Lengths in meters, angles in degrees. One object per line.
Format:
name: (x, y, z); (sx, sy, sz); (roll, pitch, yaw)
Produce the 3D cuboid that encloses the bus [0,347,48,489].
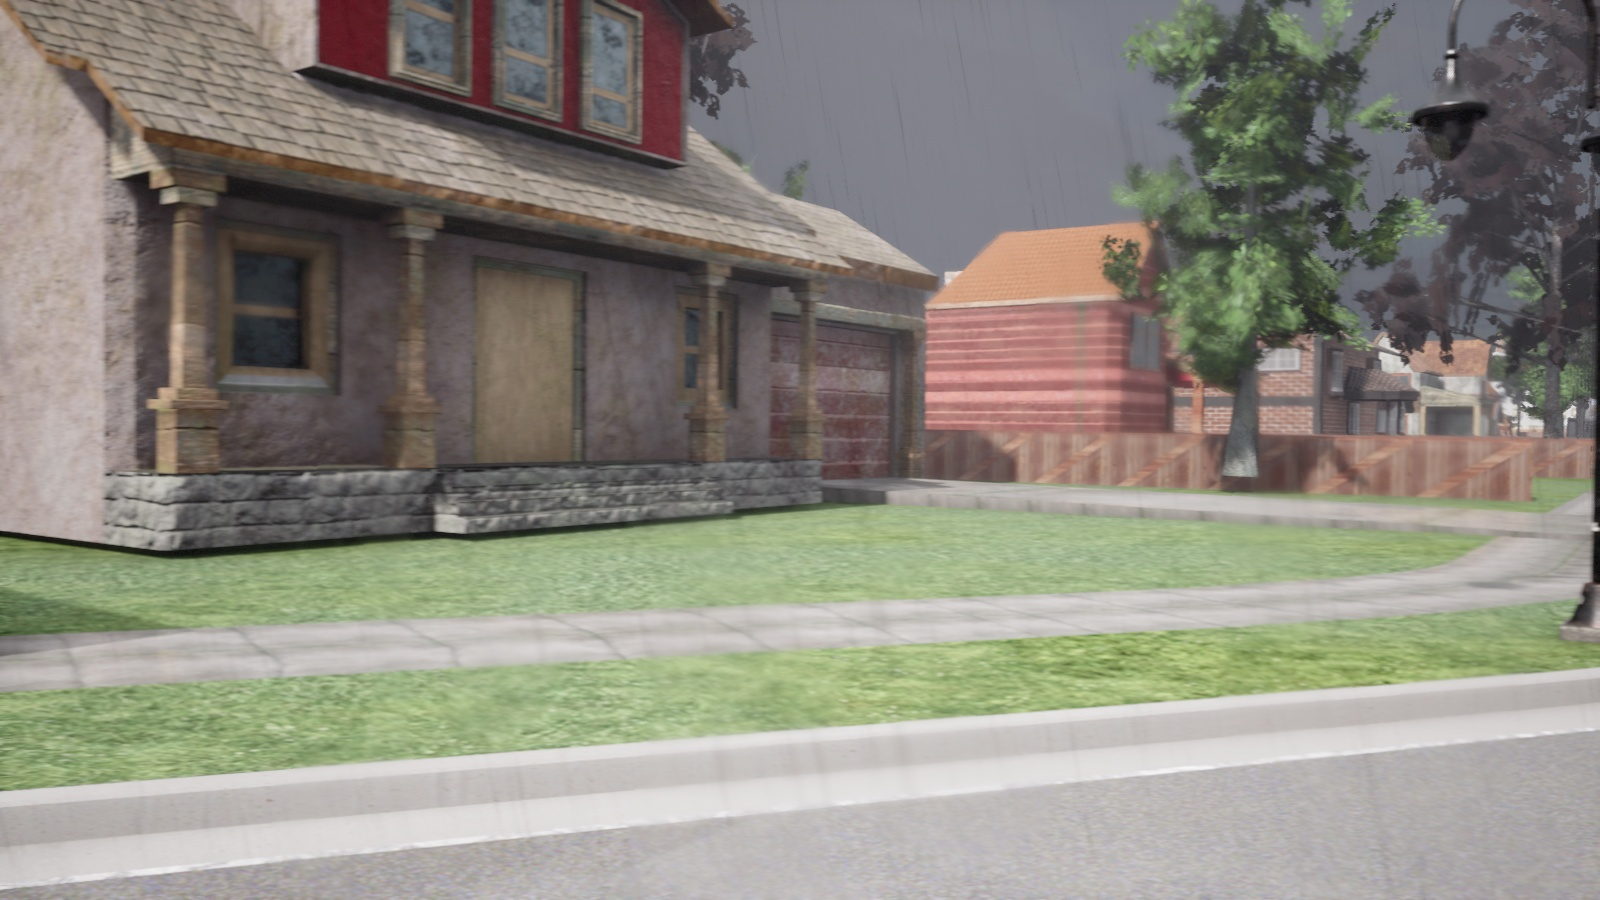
bus: (-27.787, -0.890, 35.621); (3.944, 4.253, 10.273); (0, 1, 36)
